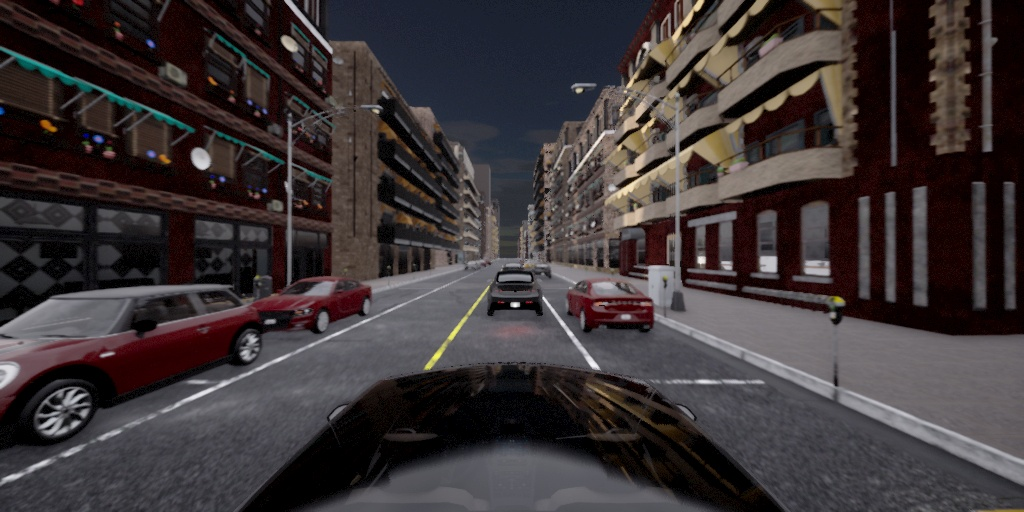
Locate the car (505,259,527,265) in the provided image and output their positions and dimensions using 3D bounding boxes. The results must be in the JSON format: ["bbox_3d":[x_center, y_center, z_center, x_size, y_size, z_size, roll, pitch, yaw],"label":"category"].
[{"bbox_3d":[0.100,1.253,31.657,1.882,1.535,5.008,0,0,0],"label":"car"}]

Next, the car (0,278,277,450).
[{"bbox_3d":[-5.693,1.193,5.064,1.967,1.591,4.097,0,0,0],"label":"car"}]

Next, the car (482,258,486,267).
[{"bbox_3d":[-5.693,1.344,55.791,2.007,1.370,4.403,0,0,0],"label":"car"}]

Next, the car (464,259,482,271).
[{"bbox_3d":[-5.692,1.340,50.154,2.007,1.370,4.403,0,0,0],"label":"car"}]

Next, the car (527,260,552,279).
[{"bbox_3d":[2.689,1.327,33.241,2.007,1.370,4.403,0,0,0],"label":"car"}]

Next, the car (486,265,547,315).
[{"bbox_3d":[0.100,1.265,13.525,1.837,1.490,4.892,0,0,0],"label":"car"}]

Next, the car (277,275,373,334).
[{"bbox_3d":[-5.692,1.303,10.701,1.888,1.381,4.507,0,0,0],"label":"car"}]

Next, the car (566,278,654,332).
[{"bbox_3d":[2.688,1.303,10.697,1.888,1.381,4.507,0,0,0],"label":"car"}]
